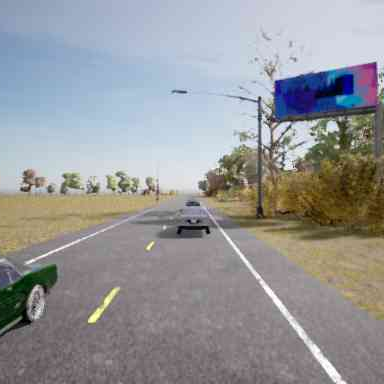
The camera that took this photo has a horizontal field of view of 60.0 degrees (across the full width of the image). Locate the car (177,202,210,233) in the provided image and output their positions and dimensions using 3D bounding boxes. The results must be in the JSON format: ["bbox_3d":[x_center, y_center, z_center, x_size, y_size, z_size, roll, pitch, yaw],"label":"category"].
[{"bbox_3d":[0.094,1.562,19.665,2.033,1.411,5.357,0,0,0],"label":"car"}]

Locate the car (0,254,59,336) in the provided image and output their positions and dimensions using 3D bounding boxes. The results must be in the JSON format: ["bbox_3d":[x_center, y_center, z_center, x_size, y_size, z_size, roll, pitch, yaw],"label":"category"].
[{"bbox_3d":[-3.596,1.604,4.416,1.895,1.301,4.718,0,0,0],"label":"car"}]

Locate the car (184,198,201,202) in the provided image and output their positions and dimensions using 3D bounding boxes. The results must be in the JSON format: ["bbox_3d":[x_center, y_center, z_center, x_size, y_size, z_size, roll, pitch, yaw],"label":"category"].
[{"bbox_3d":[0.101,1.535,43.070,1.837,1.490,4.892,0,0,0],"label":"car"}]
